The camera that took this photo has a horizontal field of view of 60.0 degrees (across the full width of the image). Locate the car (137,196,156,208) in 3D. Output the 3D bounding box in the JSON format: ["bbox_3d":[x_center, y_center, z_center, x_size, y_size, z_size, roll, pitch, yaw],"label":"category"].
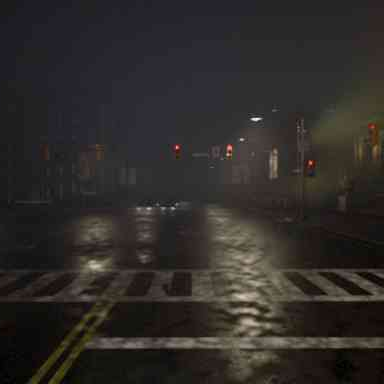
[{"bbox_3d":[-7.120,1.584,50.638,1.812,1.442,4.674,0,0,0],"label":"car"}]

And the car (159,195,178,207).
[{"bbox_3d":[-3.623,1.585,51.613,1.812,1.442,4.674,0,0,0],"label":"car"}]

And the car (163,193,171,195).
[{"bbox_3d":[-5.944,1.319,81.664,2.150,2.045,5.566,0,0,-18],"label":"car"}]

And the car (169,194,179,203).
[{"bbox_3d":[-3.600,1.641,67.966,1.994,1.385,4.181,0,0,1],"label":"car"}]

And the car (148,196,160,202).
[{"bbox_3d":[-9.213,1.687,80.404,1.895,1.301,4.718,0,0,-18],"label":"car"}]

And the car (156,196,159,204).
[{"bbox_3d":[-7.103,1.622,64.900,2.033,1.411,5.357,0,0,1],"label":"car"}]
